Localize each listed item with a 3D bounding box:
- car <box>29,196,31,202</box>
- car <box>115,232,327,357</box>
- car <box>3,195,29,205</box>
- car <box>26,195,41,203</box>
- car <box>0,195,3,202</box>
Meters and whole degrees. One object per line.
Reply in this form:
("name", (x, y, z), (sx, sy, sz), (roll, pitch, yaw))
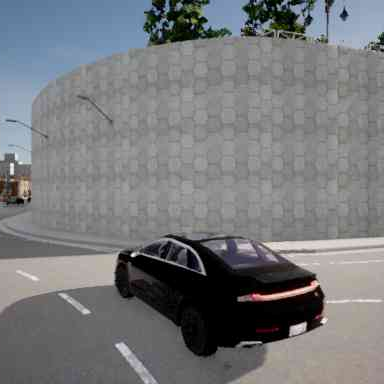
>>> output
("car", (-28.415, 1.561, 61.487), (1.837, 1.490, 4.892), (0, -1, -13))
("car", (0.065, 1.498, 6.225), (2.128, 1.511, 4.902), (0, 0, -31))
("car", (-31.612, 1.546, 59.805), (2.128, 1.511, 4.902), (0, 0, -13))
("car", (-34.799, 1.545, 73.129), (1.882, 1.535, 5.008), (0, 0, -13))
("car", (-42.048, 1.414, 73.357), (2.097, 1.767, 4.553), (0, 0, -13))
